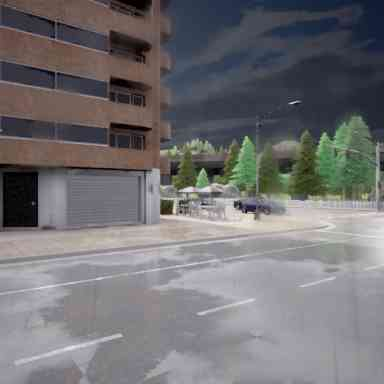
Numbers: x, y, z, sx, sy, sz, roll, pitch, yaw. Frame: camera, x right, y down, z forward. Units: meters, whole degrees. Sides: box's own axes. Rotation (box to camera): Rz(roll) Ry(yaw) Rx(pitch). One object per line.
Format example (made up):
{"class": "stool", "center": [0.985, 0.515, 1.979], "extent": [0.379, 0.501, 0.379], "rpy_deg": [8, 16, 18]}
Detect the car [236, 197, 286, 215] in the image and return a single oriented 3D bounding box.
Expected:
{"class": "car", "center": [6.999, 1.297, 32.861], "extent": [2.097, 1.767, 4.553], "rpy_deg": [0, 0, -36]}

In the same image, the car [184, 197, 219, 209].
{"class": "car", "center": [1.258, 1.436, 46.197], "extent": [2.128, 1.511, 4.902], "rpy_deg": [0, 0, -41]}

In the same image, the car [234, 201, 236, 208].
{"class": "car", "center": [7.016, 1.422, 38.786], "extent": [1.882, 1.535, 5.008], "rpy_deg": [0, 0, -37]}

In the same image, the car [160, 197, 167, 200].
{"class": "car", "center": [-5.248, 1.297, 47.869], "extent": [4.553, 1.767, 2.097], "rpy_deg": [0, 0, 36]}

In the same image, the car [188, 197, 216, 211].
{"class": "car", "center": [1.601, 1.449, 40.232], "extent": [1.837, 1.490, 4.892], "rpy_deg": [0, 0, -37]}
